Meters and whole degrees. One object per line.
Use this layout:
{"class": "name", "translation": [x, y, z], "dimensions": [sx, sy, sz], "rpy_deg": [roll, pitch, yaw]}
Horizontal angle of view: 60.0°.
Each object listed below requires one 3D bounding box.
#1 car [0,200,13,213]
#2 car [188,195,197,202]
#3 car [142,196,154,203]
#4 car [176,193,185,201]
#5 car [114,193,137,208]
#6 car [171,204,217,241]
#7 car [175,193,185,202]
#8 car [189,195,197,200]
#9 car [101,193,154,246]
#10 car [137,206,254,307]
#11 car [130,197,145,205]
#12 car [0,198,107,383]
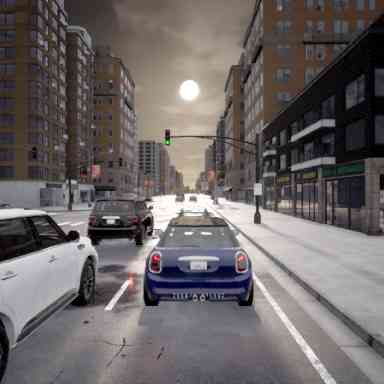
{"class": "car", "translation": [-22.038, 1.596, 35.999], "dimensions": [4.313, 1.339, 1.947], "rpy_deg": [0, 0, 0]}
{"class": "car", "translation": [0.246, 1.568, 78.164], "dimensions": [1.812, 1.442, 4.674], "rpy_deg": [0, 0, 0]}
{"class": "car", "translation": [-9.524, 1.635, 72.106], "dimensions": [1.895, 1.301, 4.718], "rpy_deg": [0, 0, 0]}
{"class": "car", "translation": [-2.973, 1.169, 88.212], "dimensions": [2.150, 2.045, 5.566], "rpy_deg": [0, 0, 0]}
{"class": "car", "translation": [-9.662, 1.241, 48.624], "dimensions": [2.150, 2.045, 5.566], "rpy_deg": [0, 0, 2]}
{"class": "car", "translation": [0.115, 1.495, 17.885], "dimensions": [2.128, 1.511, 4.902], "rpy_deg": [0, 0, 1]}
{"class": "car", "translation": [-3.006, 1.583, 77.760], "dimensions": [2.033, 1.411, 5.357], "rpy_deg": [0, 0, 0]}
{"class": "car", "translation": [0.277, 1.496, 88.172], "dimensions": [1.994, 1.385, 4.181], "rpy_deg": [0, 0, 0]}
{"class": "car", "translation": [-3.103, 1.225, 15.452], "dimensions": [2.150, 2.045, 5.566], "rpy_deg": [0, 0, 0]}
{"class": "car", "translation": [0.123, 1.352, 8.146], "dimensions": [2.097, 1.767, 4.553], "rpy_deg": [0, 0, 0]}
{"class": "car", "translation": [-9.637, 1.553, 59.348], "dimensions": [1.812, 1.442, 4.674], "rpy_deg": [0, 0, 0]}
{"class": "car", "translation": [-3.142, 1.222, 4.931], "dimensions": [2.150, 2.045, 5.566], "rpy_deg": [0, 0, 1]}
